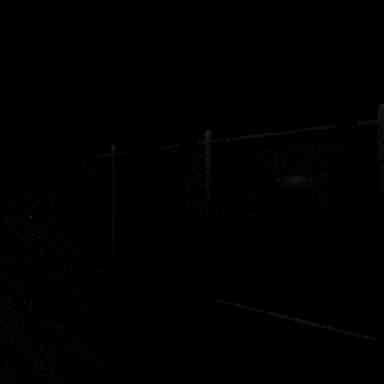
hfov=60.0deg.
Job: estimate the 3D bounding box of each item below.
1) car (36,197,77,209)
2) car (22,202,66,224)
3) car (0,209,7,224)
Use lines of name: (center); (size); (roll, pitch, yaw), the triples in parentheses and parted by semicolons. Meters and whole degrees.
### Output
car: (-17.463, 1.427, 43.250); (2.033, 1.411, 5.357); (0, 0, 17)
car: (-11.037, 1.580, 25.663); (1.882, 1.535, 5.008); (-1, 0, 4)
car: (-14.592, 1.455, 22.631); (2.097, 1.767, 4.553); (0, 0, -2)
